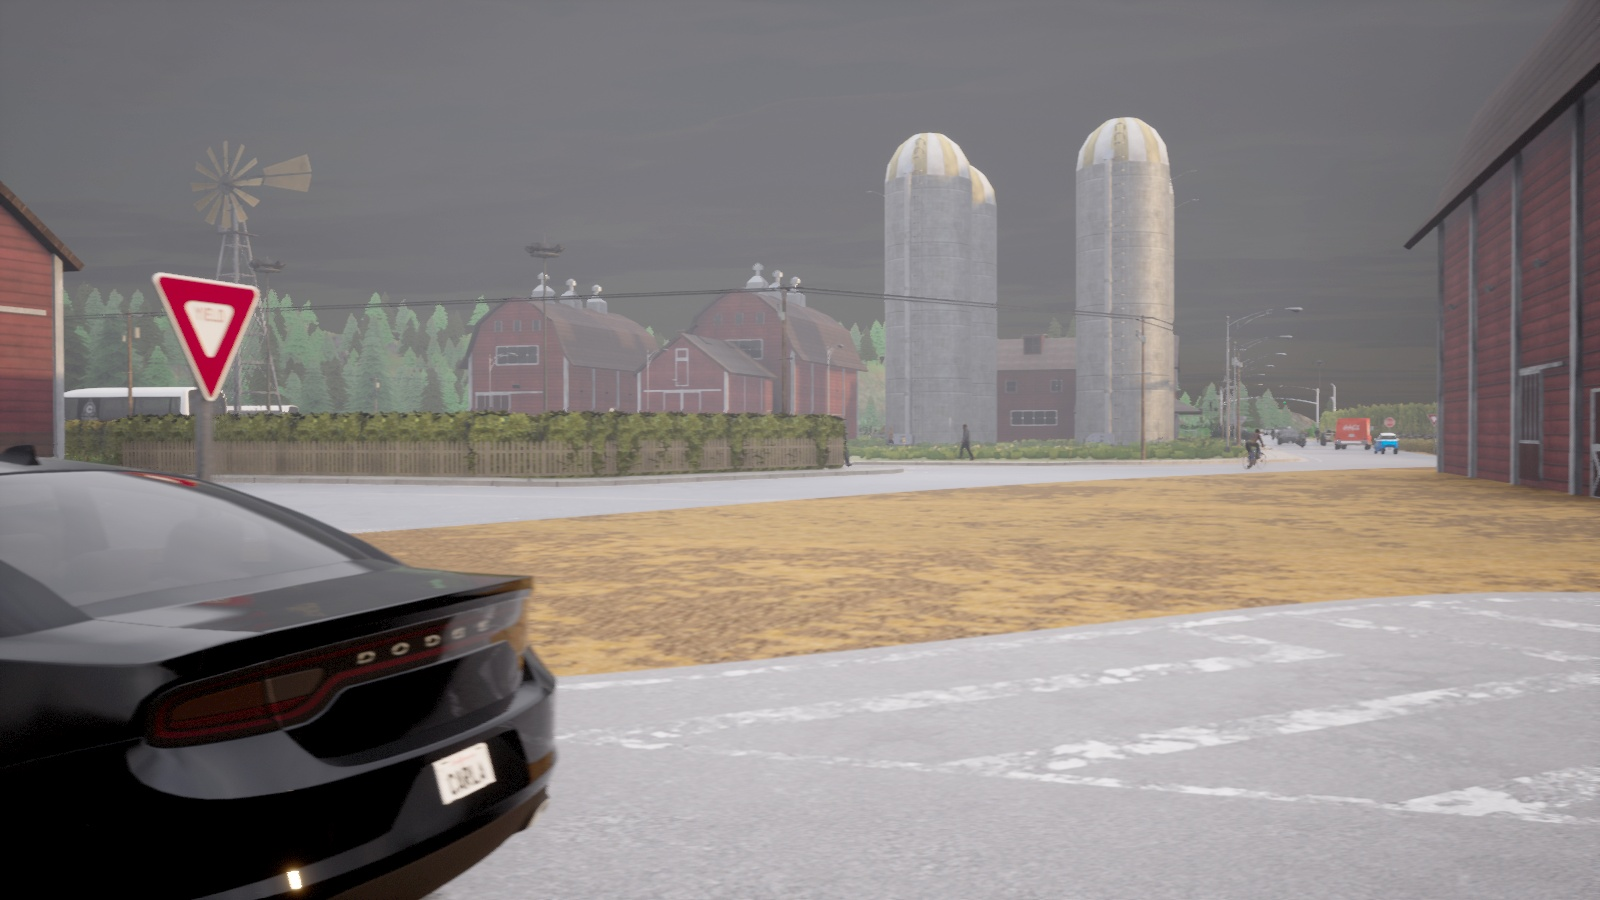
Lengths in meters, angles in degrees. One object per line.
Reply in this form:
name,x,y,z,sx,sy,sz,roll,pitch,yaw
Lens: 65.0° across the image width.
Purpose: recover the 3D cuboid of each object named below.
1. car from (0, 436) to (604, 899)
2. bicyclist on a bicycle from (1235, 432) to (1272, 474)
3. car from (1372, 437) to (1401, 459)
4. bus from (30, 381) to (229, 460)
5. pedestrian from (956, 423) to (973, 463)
car,-3.364,0.722,4.327,5.008,1.535,1.882,1,1,19
bicyclist on a bicycle,18.150,0.118,50.218,1.656,1.620,0.582,0,1,-38
car,37.866,-0.135,81.105,1.481,1.376,2.207,1,1,18
bus,-38.080,-1.696,71.338,10.273,4.253,3.944,1,1,18
pedestrian,8.111,-0.341,61.991,0.788,1.949,0.423,0,1,11
